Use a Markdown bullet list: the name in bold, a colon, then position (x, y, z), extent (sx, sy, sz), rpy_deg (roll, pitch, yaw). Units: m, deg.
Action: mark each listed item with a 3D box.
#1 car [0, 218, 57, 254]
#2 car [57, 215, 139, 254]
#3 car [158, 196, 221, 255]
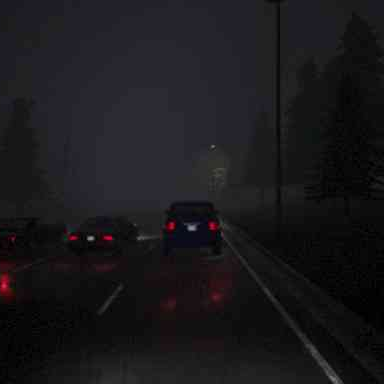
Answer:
- **car**: position (-7.000, 1.733, 14.105), extent (1.895, 1.301, 4.718), rpy_deg (0, 0, 0)
- **car**: position (-3.501, 1.679, 13.989), extent (2.033, 1.411, 5.357), rpy_deg (0, -1, 0)
- **car**: position (-0.001, 1.348, 14.025), extent (2.150, 2.045, 5.566), rpy_deg (0, 0, 0)
